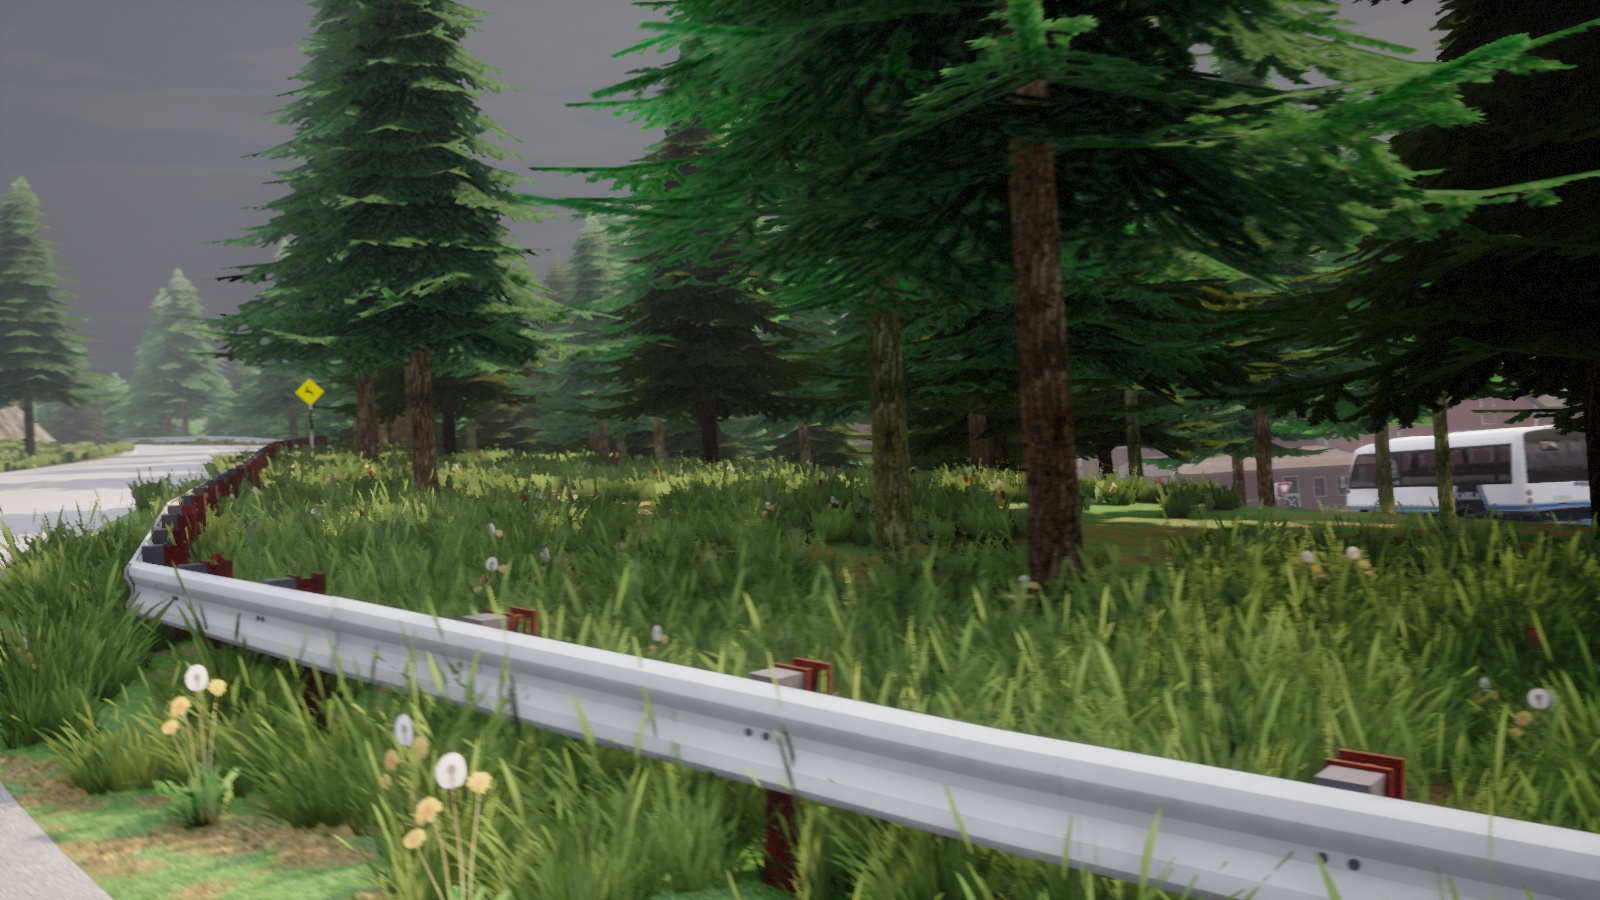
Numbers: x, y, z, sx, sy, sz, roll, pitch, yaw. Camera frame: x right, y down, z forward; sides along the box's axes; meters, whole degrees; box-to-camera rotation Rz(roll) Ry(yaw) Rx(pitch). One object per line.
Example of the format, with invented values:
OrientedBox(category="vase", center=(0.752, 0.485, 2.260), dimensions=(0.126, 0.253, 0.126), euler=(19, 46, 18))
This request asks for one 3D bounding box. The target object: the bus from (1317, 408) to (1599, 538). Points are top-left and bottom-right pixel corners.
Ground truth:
OrientedBox(category="bus", center=(25.084, 1.052, 48.596), dimensions=(3.944, 4.253, 10.273), euler=(-4, -2, -12))
